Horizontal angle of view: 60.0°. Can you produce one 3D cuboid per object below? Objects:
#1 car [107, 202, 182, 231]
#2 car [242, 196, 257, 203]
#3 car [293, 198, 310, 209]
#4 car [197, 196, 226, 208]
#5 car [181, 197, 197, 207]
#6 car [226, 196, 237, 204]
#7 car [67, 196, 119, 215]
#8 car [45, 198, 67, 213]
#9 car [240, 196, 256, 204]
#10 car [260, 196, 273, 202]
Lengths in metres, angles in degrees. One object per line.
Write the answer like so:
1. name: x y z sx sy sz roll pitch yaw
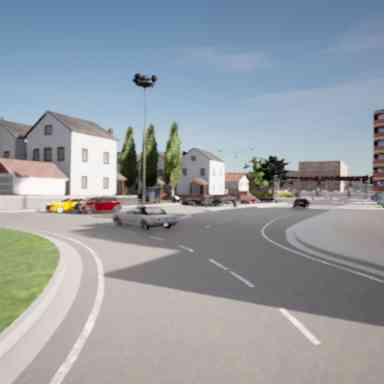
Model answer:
1. car: -2.981 1.532 20.288 1.895 1.301 4.718 1 0 -43
2. car: 13.049 1.616 75.121 1.812 1.442 4.674 1 0 28
3. car: 16.227 1.683 49.255 1.837 1.490 4.892 1 0 28
4. car: 2.952 1.507 49.256 1.812 1.442 4.674 1 0 29
5. car: -0.024 1.500 51.095 1.994 1.385 4.181 1 0 29
6. car: 7.123 1.529 64.170 1.837 1.490 4.892 1 0 28
7. car: -8.964 1.184 31.640 2.097 1.767 4.553 1 0 43
8. car: -12.040 1.258 33.396 1.882 1.535 5.008 1 1 45
9. car: 10.834 1.558 63.675 1.882 1.535 5.008 1 0 28
10. car: 16.706 1.639 74.525 1.895 1.301 4.718 1 0 28
